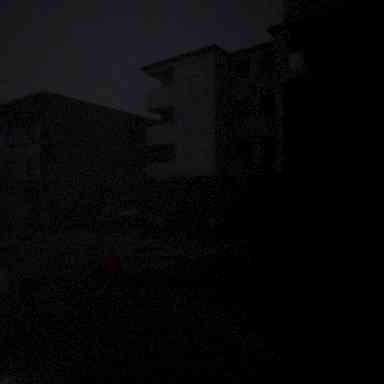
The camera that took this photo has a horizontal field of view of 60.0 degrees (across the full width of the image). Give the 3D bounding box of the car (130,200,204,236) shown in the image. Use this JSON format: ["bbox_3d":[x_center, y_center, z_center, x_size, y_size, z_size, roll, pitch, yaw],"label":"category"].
[{"bbox_3d":[-0.789,1.454,18.923,4.611,1.667,2.242,0,0,-44],"label":"car"}]

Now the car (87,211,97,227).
[{"bbox_3d":[-5.170,1.570,22.268,3.633,1.501,1.845,0,0,-44],"label":"car"}]

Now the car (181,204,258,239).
[{"bbox_3d":[1.695,1.495,17.323,4.193,1.474,1.816,0,0,-44],"label":"car"}]

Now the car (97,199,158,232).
[{"bbox_3d":[-3.448,1.378,20.539,3.866,1.878,1.905,0,0,-44],"label":"car"}]
